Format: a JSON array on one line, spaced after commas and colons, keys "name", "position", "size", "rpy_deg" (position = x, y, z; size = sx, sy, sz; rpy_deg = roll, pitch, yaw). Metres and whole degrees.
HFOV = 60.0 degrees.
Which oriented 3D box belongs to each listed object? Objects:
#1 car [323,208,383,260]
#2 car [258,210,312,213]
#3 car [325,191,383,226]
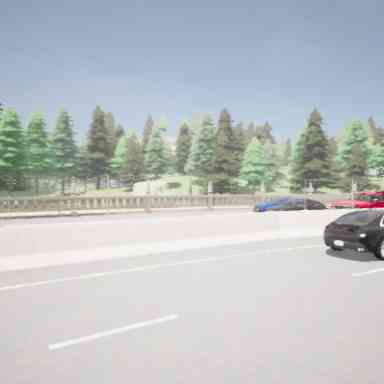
[{"name": "car", "position": [6.810, 1.369, 11.738], "size": [4.892, 1.490, 1.837], "rpy_deg": [0, 0, -28]}, {"name": "car", "position": [7.492, 1.220, 23.934], "size": [4.892, 1.490, 1.837], "rpy_deg": [0, 1, -24]}, {"name": "car", "position": [11.741, 0.968, 22.014], "size": [5.566, 2.045, 2.150], "rpy_deg": [0, 1, -22]}]
